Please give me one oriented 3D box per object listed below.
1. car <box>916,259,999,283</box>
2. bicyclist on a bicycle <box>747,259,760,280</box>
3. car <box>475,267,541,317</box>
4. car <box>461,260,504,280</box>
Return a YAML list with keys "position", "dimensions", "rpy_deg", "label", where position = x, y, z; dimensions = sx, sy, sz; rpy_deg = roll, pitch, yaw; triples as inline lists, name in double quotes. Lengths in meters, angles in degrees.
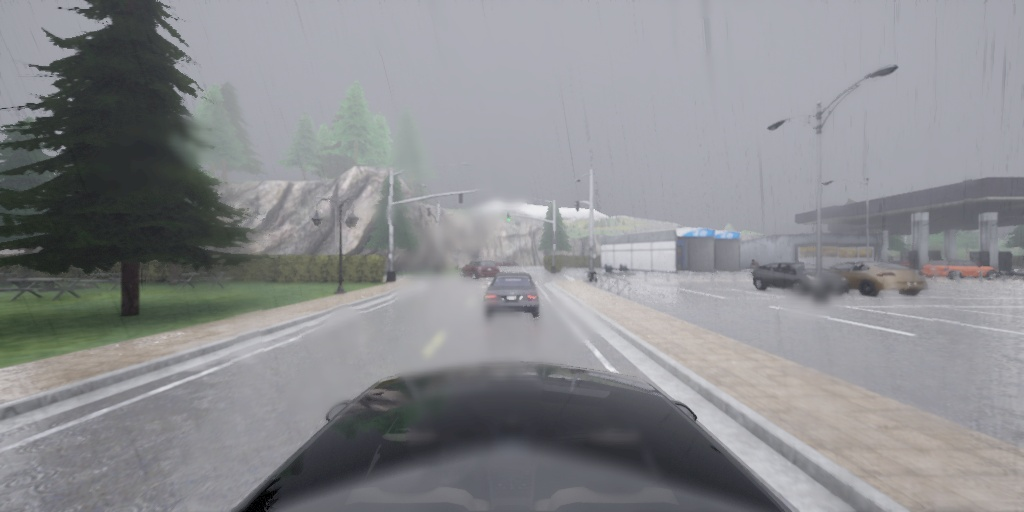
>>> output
- position: [38.209, 1.119, 30.609]
  dimensions: [4.553, 1.767, 2.097]
  rpy_deg: [0, 0, 1]
  label: "car"
- position: [18.295, 1.064, 27.047]
  dimensions: [0.582, 1.620, 1.656]
  rpy_deg: [0, 0, 1]
  label: "bicyclist on a bicycle"
- position: [0.041, 1.304, 13.160]
  dimensions: [2.033, 1.411, 5.357]
  rpy_deg: [0, 0, 1]
  label: "car"
- position: [-2.800, 1.117, 31.002]
  dimensions: [2.097, 1.767, 4.553]
  rpy_deg: [0, 0, -27]
  label: "car"
